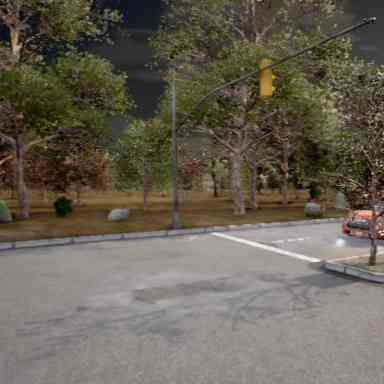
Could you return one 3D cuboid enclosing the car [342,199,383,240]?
[{"bbox_3d":[8.718,1.066,14.465,4.553,1.767,2.097,-1,2,-29],"label":"car"}]
